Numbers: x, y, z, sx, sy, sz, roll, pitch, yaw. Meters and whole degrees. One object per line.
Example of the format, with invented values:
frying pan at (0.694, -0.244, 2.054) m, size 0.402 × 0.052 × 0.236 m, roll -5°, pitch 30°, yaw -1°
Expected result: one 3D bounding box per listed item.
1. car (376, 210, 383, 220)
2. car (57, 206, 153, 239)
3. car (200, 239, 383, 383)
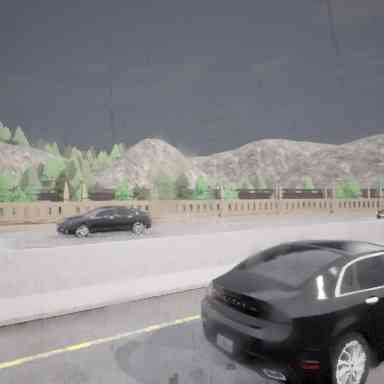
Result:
car at (15.085, 1.491, 23.046) m, size 4.902 × 1.511 × 2.128 m, roll 0°, pitch 0°, yaw -20°
car at (-4.461, 1.505, 17.455) m, size 4.892 × 1.490 × 1.837 m, roll 0°, pitch 0°, yaw -31°
car at (2.432, 1.503, 5.101) m, size 4.892 × 1.490 × 1.837 m, roll 0°, pitch -1°, yaw -32°
